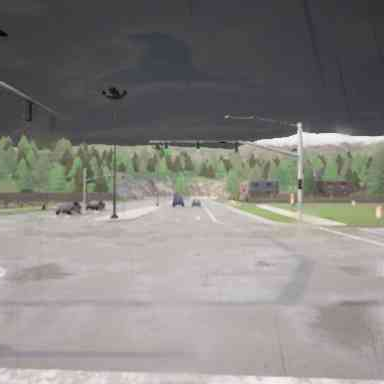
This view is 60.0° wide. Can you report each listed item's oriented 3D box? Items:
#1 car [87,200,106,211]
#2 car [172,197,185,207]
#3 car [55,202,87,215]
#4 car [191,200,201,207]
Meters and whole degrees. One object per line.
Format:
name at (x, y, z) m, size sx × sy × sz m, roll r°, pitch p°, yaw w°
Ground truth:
car at (-14.527, 2.020, 50.253) m, size 1.882 × 1.535 × 5.008 m, roll 0°, pitch -1°, yaw 1°
car at (-2.697, 1.940, 66.010) m, size 2.150 × 2.045 × 5.566 m, roll 0°, pitch -1°, yaw 1°
car at (-14.668, 1.933, 39.825) m, size 1.837 × 1.490 × 4.892 m, roll 0°, pitch -1°, yaw 1°
car at (0.817, 2.262, 65.508) m, size 2.033 × 1.411 × 5.357 m, roll 0°, pitch -1°, yaw 1°
